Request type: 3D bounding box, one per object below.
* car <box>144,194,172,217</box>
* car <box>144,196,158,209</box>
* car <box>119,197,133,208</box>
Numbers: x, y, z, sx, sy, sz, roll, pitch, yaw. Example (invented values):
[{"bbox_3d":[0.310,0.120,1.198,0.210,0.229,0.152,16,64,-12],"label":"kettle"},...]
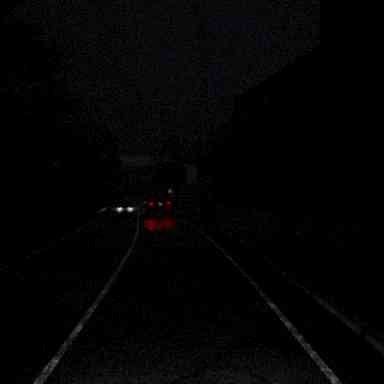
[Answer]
[{"bbox_3d":[-3.154,1.210,31.089,2.150,2.045,5.566,-1,-1,-10],"label":"car"},{"bbox_3d":[-6.013,1.478,48.381,1.801,1.575,5.366,-1,0,-9],"label":"car"},{"bbox_3d":[-10.091,1.567,51.186,1.882,1.535,5.008,-1,0,-9],"label":"car"}]
